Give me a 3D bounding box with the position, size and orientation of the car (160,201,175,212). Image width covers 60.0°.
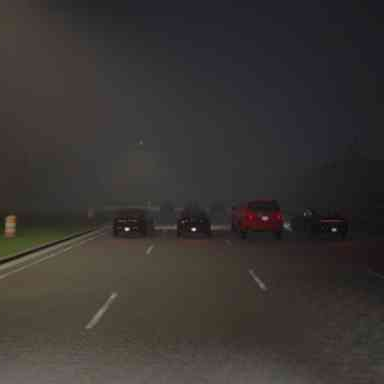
[{"bbox_3d":[-3.495,2.029,46.721,1.812,1.442,4.674,0,0,0],"label":"car"}]

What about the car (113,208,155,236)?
[{"bbox_3d":[-3.403,1.719,19.847,1.837,1.490,4.892,0,-1,0],"label":"car"}]

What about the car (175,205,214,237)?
[{"bbox_3d":[0.097,1.717,19.646,1.837,1.490,4.892,0,-1,0],"label":"car"}]

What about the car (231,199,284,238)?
[{"bbox_3d":[3.599,1.428,19.077,2.150,2.045,5.566,0,-1,0],"label":"car"}]

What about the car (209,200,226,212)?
[{"bbox_3d":[3.502,1.848,46.167,2.097,1.767,4.553,0,-1,0],"label":"car"}]

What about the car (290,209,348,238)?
[{"bbox_3d":[7.098,1.697,19.029,2.128,1.511,4.902,0,-1,0],"label":"car"}]

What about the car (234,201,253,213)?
[{"bbox_3d":[7.001,1.999,45.779,1.837,1.490,4.892,0,0,0],"label":"car"}]

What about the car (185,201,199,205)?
[{"bbox_3d":[0.002,1.987,45.943,2.128,1.511,4.902,0,0,0],"label":"car"}]
